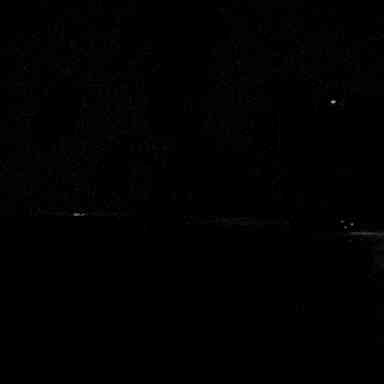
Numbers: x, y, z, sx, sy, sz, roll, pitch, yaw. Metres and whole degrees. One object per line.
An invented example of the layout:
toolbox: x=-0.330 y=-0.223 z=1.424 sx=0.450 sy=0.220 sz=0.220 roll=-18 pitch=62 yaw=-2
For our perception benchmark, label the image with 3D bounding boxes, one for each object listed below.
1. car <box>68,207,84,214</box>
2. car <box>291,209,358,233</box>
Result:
car: x=-23.029 y=3.691 z=66.233 sx=1.895 sy=1.301 sz=4.718 roll=-1 pitch=-2 yaw=-36
car: x=8.626 y=1.827 z=21.966 sx=1.994 sy=1.385 sz=4.181 roll=-1 pitch=-1 yaw=-36
